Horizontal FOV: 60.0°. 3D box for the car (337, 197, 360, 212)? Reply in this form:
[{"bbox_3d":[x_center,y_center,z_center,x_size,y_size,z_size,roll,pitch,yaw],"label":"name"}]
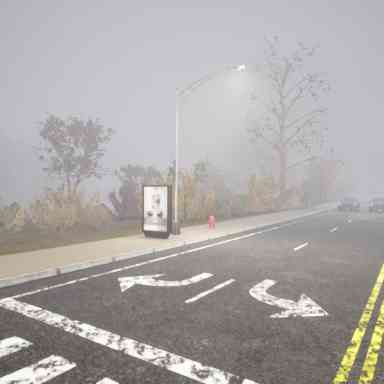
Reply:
[{"bbox_3d":[18.736,1.389,39.706,2.097,1.767,4.553,0,0,31],"label":"car"}]

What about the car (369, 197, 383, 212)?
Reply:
[{"bbox_3d":[21.536,1.392,38.056,2.097,1.767,4.553,0,0,31],"label":"car"}]
